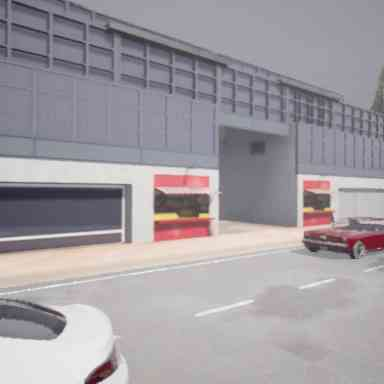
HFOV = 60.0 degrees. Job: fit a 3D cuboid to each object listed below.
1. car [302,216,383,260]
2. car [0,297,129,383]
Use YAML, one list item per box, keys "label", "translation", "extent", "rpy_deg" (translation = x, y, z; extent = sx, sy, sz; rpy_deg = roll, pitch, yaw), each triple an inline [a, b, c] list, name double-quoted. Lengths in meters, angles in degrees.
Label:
- label: "car"
  translation: [6.338, 1.636, 12.725]
  extent: [4.718, 1.301, 1.895]
  rpy_deg: [0, 0, -35]
- label: "car"
  translation: [-2.703, 1.523, 2.056]
  extent: [4.674, 1.442, 1.812]
  rpy_deg: [0, 0, -35]
